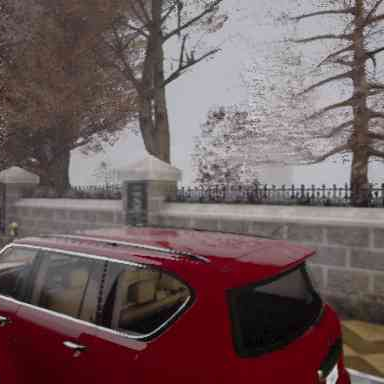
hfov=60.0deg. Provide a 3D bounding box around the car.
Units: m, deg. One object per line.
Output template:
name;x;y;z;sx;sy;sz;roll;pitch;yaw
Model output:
car;-1.013;1.296;3.607;5.009;1.841;2.192;0;0;36
